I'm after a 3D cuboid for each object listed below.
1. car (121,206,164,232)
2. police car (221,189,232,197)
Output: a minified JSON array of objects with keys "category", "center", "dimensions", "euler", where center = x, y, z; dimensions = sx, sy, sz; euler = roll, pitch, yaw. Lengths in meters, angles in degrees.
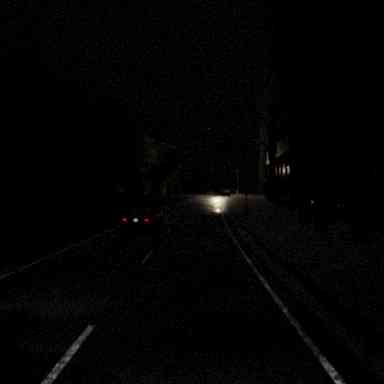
[{"category":"car","center":[-2.919,1.548,20.405],"dimensions":[2.033,1.411,5.357],"euler":[0,1,3]},{"category":"police car","center":[8.200,0.370,81.524],"dimensions":[1.930,1.638,5.238],"euler":[0,1,10]}]
